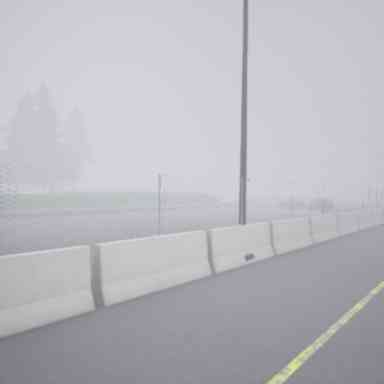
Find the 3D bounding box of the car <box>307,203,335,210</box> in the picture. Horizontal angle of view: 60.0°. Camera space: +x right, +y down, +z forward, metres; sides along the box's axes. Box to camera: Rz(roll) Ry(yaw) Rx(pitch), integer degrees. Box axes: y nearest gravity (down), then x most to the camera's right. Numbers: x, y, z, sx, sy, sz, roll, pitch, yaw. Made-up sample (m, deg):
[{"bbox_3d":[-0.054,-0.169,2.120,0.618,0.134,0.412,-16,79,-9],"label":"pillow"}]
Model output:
[{"bbox_3d":[15.068,1.437,38.685,1.837,1.490,4.892,1,0,41],"label":"car"}]
